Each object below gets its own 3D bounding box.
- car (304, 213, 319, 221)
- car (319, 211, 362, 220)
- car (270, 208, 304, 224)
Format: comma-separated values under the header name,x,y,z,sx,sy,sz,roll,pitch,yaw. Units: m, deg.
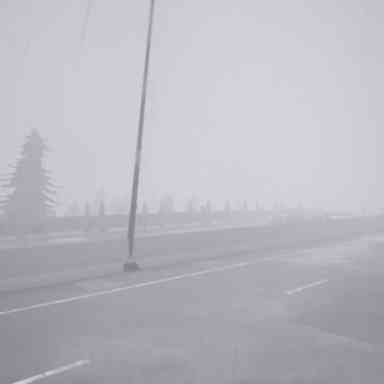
name,x,y,z,sx,sy,sz,roll,pitch,yaw
car,14.156,2.715,34.949,4.718,1.301,1.895,1,-3,-41
car,13.680,2.432,29.924,4.674,1.442,1.812,1,-3,-41
car,10.568,2.603,36.485,4.553,1.767,2.097,1,-3,-41
